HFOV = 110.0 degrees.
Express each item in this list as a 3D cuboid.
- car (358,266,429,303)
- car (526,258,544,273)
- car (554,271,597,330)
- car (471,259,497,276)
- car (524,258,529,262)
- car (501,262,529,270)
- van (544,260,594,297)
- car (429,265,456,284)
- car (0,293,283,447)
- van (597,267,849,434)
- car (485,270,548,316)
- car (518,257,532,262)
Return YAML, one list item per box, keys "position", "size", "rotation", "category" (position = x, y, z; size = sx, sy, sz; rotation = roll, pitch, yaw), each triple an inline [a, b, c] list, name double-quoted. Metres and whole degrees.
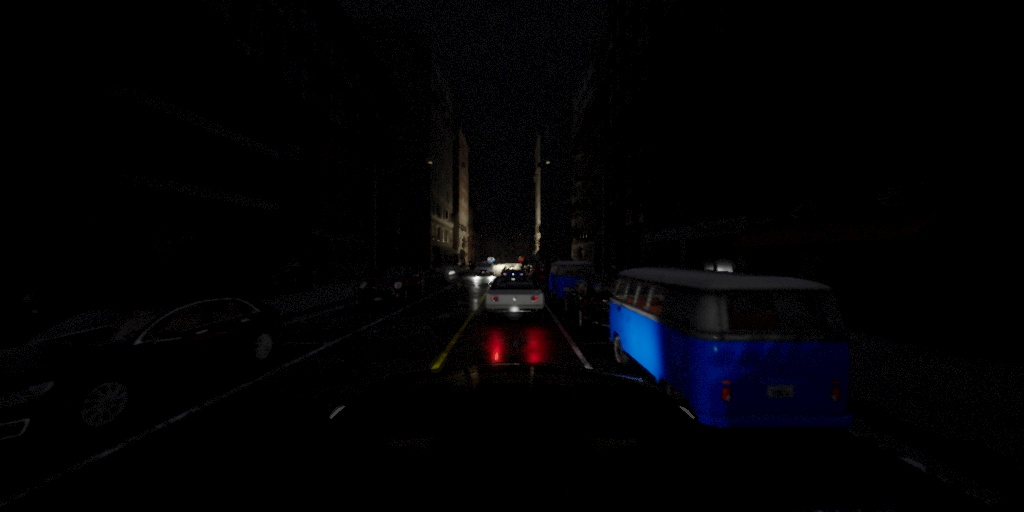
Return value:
- position: [-5.386, 1.208, 16.394]
  size: [1.967, 1.591, 4.097]
  rotation: [0, 0, 0]
  category: "car"
- position: [2.640, 1.235, 32.926]
  size: [1.967, 1.591, 4.097]
  rotation: [0, 0, 0]
  category: "car"
- position: [2.638, 1.311, 10.883]
  size: [2.007, 1.370, 4.403]
  rotation: [0, 0, 0]
  category: "car"
- position: [-2.841, 1.329, 37.515]
  size: [1.812, 1.442, 4.674]
  rotation: [0, 0, 0]
  category: "car"
- position: [2.754, 1.340, 43.998]
  size: [1.812, 1.442, 4.674]
  rotation: [0, 0, 0]
  category: "car"
- position: [0.094, 1.389, 28.625]
  size: [1.895, 1.301, 4.718]
  rotation: [0, 0, 0]
  category: "car"
- position: [2.639, 1.109, 16.393]
  size: [1.690, 1.789, 3.998]
  rotation: [0, 0, 0]
  category: "van"
- position: [-5.385, 1.337, 27.415]
  size: [2.007, 1.370, 4.403]
  rotation: [0, 0, 0]
  category: "car"
- position: [-5.387, 1.304, 5.373]
  size: [2.007, 1.370, 4.403]
  rotation: [0, 0, 0]
  category: "car"
- position: [2.638, 1.095, 5.372]
  size: [1.690, 1.789, 3.998]
  rotation: [0, 0, 0]
  category: "van"
- position: [0.094, 1.365, 13.327]
  size: [1.895, 1.301, 4.718]
  rotation: [0, 0, 0]
  category: "car"
- position: [2.643, 1.153, 60.482]
  size: [2.192, 1.841, 5.009]
  rotation: [0, 0, 0]
  category: "car"
